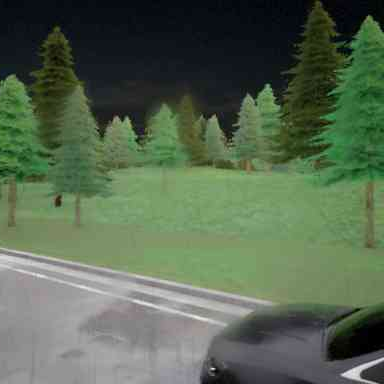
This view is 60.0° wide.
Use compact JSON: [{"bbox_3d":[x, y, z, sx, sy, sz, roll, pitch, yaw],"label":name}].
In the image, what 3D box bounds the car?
[{"bbox_3d":[2.322,1.505,2.336,4.892,1.490,1.837,0,0,35],"label":"car"}]
